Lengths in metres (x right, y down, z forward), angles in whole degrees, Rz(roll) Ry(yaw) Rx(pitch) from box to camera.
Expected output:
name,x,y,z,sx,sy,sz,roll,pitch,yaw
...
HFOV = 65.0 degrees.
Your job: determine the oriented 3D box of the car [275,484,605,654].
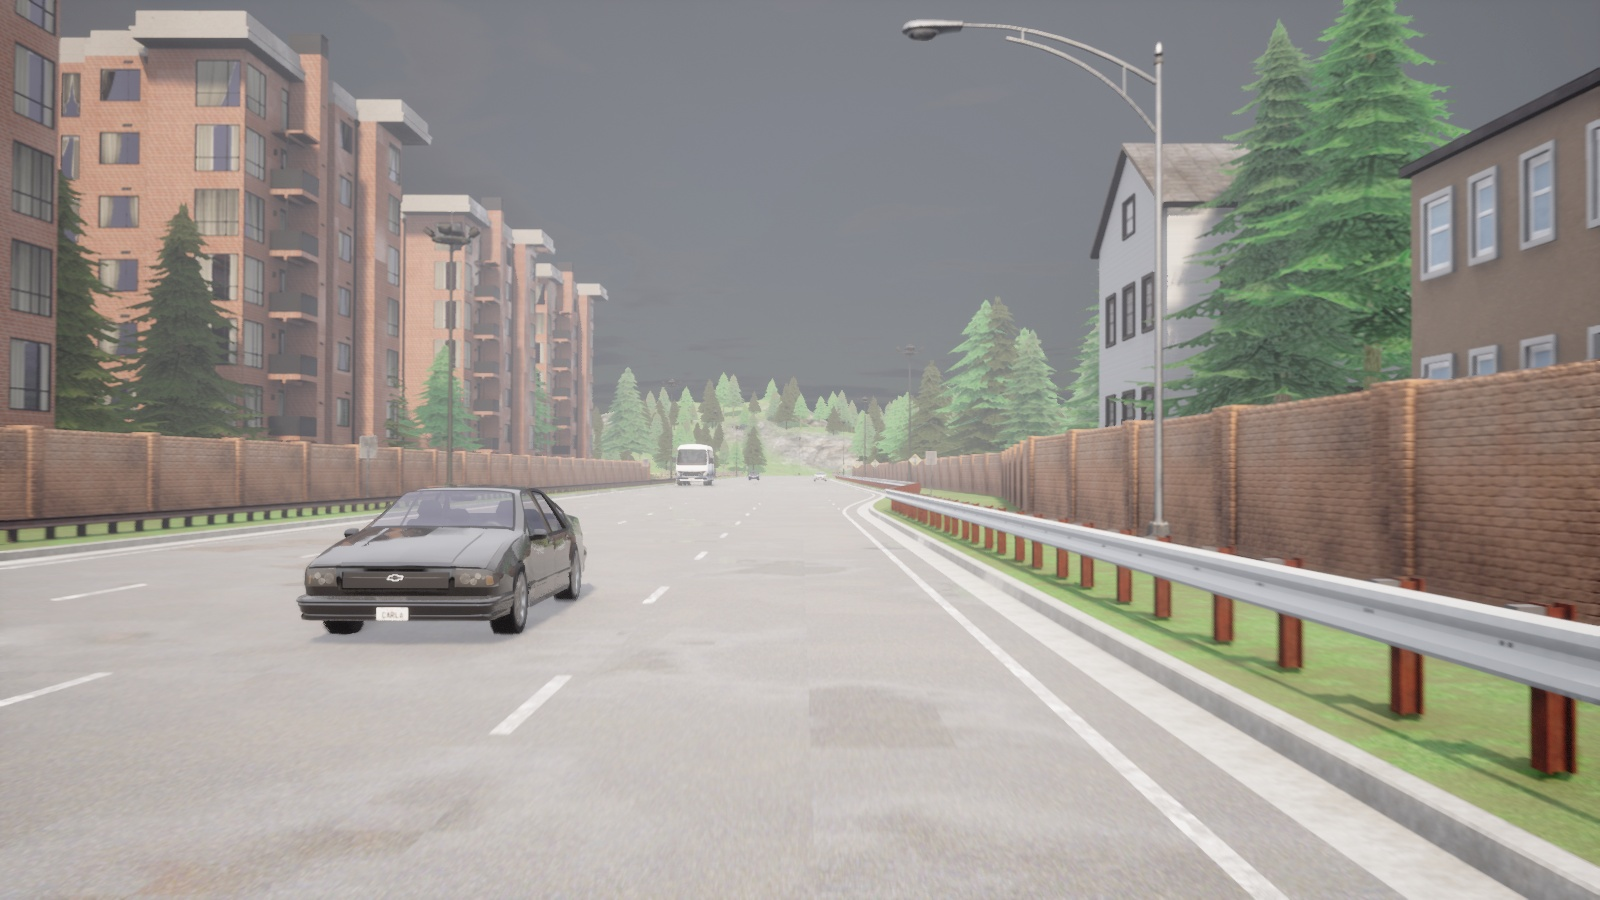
name,x,y,z,sx,sy,sz,roll,pitch,yaw
car,-3.534,1.103,13.560,2.033,1.411,5.357,0,-1,0
